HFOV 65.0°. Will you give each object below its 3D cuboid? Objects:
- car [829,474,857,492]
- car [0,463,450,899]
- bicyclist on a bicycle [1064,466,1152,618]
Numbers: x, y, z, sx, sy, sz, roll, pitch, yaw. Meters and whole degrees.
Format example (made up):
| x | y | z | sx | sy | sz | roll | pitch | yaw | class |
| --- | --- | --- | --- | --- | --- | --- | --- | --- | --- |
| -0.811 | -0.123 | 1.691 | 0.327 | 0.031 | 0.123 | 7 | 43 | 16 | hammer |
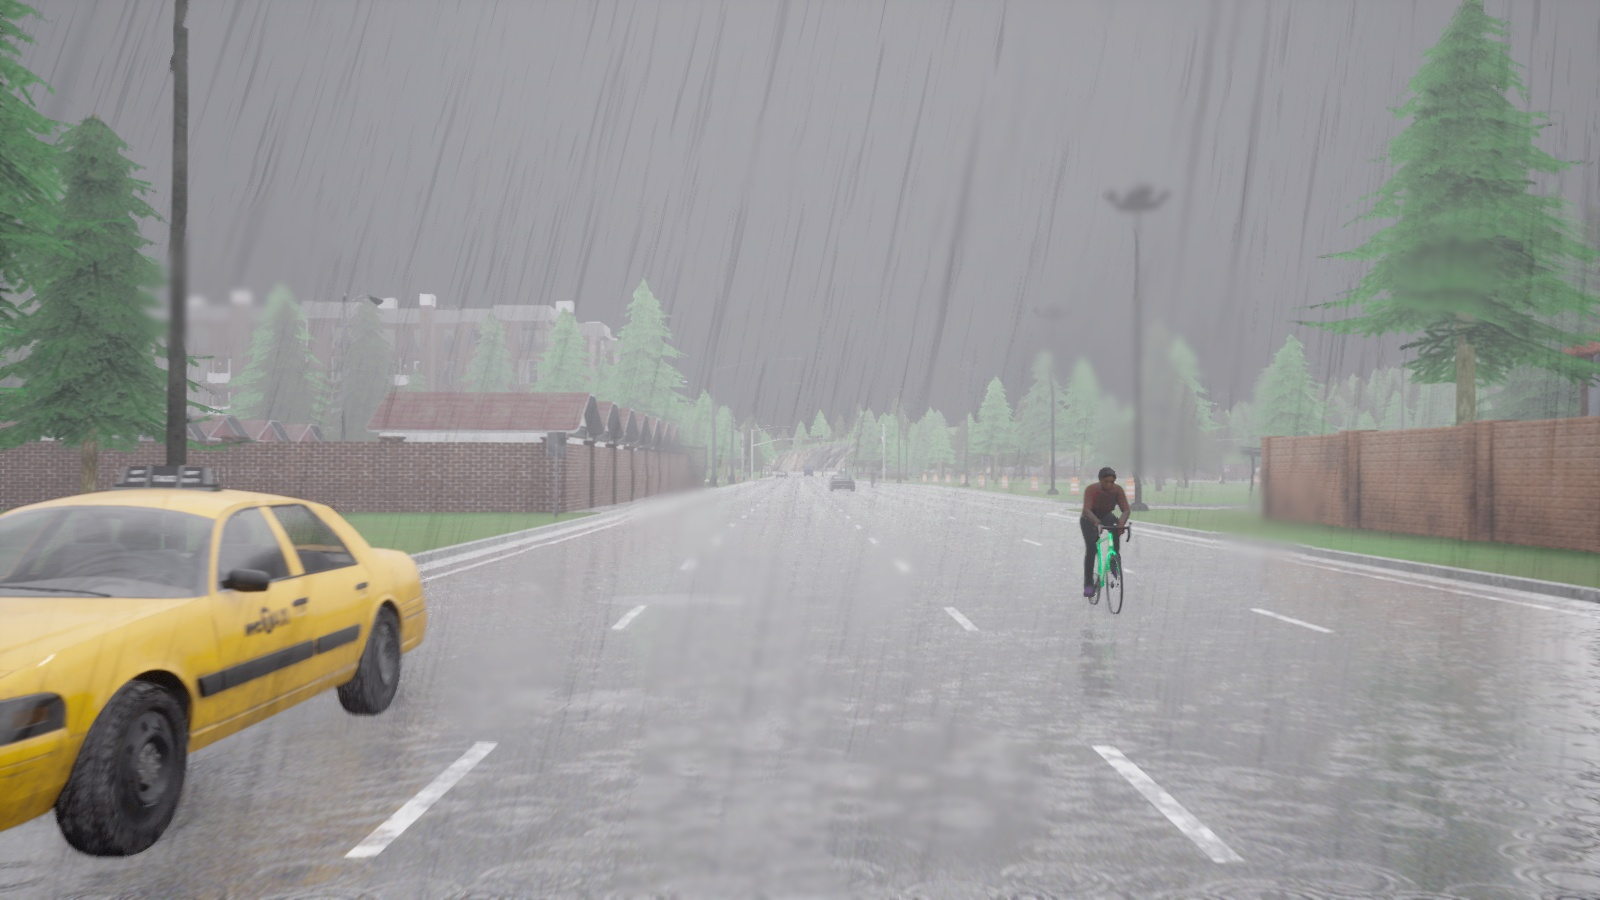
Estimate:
| x | y | z | sx | sy | sz | roll | pitch | yaw | class |
| --- | --- | --- | --- | --- | --- | --- | --- | --- | --- |
| 3.266 | 2.512 | 96.156 | 1.895 | 1.301 | 4.718 | 0 | -1 | 0 | car |
| -3.517 | 0.881 | 6.728 | 1.801 | 1.575 | 5.366 | 0 | -1 | 0 | car |
| 3.465 | 0.992 | 14.252 | 0.582 | 1.620 | 1.656 | 0 | -1 | 0 | bicyclist on a bicycle |
